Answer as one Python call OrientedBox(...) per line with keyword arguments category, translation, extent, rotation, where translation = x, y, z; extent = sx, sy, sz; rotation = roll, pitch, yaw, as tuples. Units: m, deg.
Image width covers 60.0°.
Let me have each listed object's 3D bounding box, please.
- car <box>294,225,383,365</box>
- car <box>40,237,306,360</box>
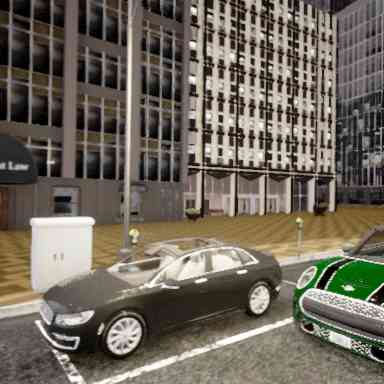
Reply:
OrientedBox(category="car", translation=(3.807, 1.341, 5.619), extent=(4.553, 1.767, 2.097), rotation=(0, 0, -34))
OrientedBox(category="car", translation=(-0.269, 1.544, 5.854), extent=(4.403, 1.369, 2.008), rotation=(0, 1, -35))
